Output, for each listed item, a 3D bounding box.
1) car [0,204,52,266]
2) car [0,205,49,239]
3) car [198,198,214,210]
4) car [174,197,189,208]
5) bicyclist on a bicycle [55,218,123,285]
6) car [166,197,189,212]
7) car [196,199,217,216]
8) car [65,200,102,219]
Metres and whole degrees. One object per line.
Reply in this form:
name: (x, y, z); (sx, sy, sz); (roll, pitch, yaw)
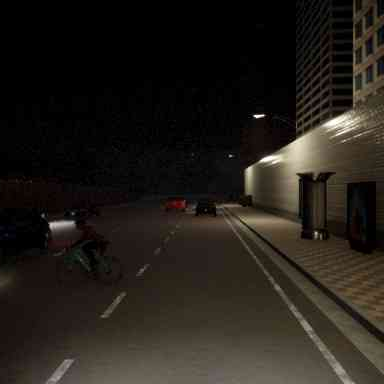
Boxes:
car: (-6.696, 1.351, 11.303); (2.097, 1.767, 4.553); (0, 0, 3)
car: (-9.893, 1.506, 18.153); (1.837, 1.490, 4.892); (0, 0, 3)
car: (1.841, 1.564, 43.754); (1.994, 1.385, 4.181); (0, 0, 3)
car: (-1.514, 1.505, 48.374); (1.837, 1.490, 4.892); (0, 0, 3)
bicyclist on a bicycle: (-2.496, 1.454, 7.993); (1.656, 1.620, 0.582); (-2, 0, 2)
car: (-1.858, 1.352, 39.425); (2.097, 1.767, 4.553); (0, 0, 3)
car: (1.373, 1.478, 32.405); (1.882, 1.535, 5.008); (0, 0, 2)
car: (-9.437, 1.490, 29.149); (2.128, 1.511, 4.902); (0, 0, 3)
